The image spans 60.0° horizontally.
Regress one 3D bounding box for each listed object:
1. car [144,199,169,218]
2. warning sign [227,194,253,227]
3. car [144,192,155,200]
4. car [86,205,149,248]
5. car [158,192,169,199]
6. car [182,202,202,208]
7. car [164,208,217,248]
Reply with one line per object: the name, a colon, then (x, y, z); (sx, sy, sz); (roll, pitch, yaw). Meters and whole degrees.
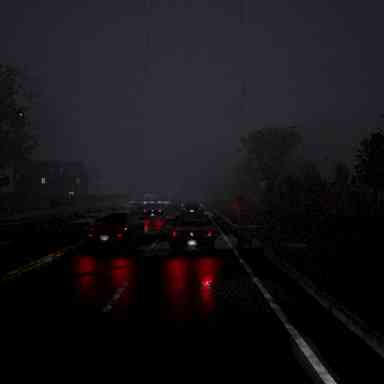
car: (-3.249, 1.591, 29.697); (1.895, 1.301, 4.718); (0, 0, 0)
warning sign: (2.882, 1.100, 20.140); (1.300, 1.860, 1.060); (2, 2, 0)
car: (-9.749, 1.076, 76.723); (2.150, 2.045, 5.566); (0, 0, 0)
car: (-3.249, 1.522, 14.658); (1.812, 1.442, 4.674); (0, 0, 0)
car: (-6.499, 1.076, 76.723); (2.150, 2.045, 5.566); (0, 0, 0)
car: (0.001, 1.547, 29.668); (1.994, 1.385, 4.181); (0, 0, 0)
car: (0.000, 1.606, 14.689); (1.895, 1.301, 4.718); (0, 0, 0)
